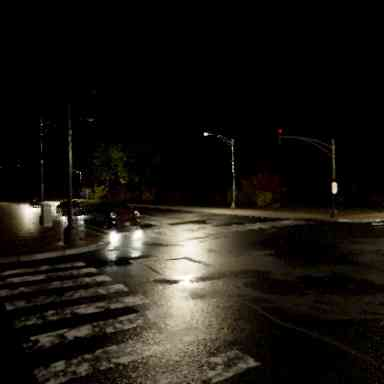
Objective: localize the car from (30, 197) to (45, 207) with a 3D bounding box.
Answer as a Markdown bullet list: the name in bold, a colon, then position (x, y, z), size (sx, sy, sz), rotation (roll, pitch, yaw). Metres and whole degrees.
- **car**: position (-24.457, 1.582, 52.591), size (2.128, 1.511, 4.902), rotation (-1, 1, -33)

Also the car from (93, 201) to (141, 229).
- **car**: position (-5.219, 1.418, 22.726), size (2.097, 1.767, 4.553), rotation (-1, 1, -32)

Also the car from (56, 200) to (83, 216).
- **car**: position (-12.652, 1.602, 34.231), size (1.812, 1.442, 4.674), rotation (-1, 1, -33)
